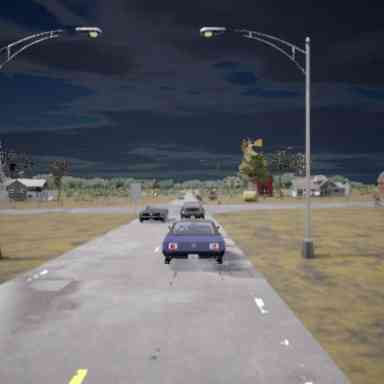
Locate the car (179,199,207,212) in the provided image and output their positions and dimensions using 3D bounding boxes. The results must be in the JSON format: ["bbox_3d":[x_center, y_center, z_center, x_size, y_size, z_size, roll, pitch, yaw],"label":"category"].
[{"bbox_3d":[0.058,1.510,25.813,1.837,1.490,4.892,0,0,0],"label":"car"}]

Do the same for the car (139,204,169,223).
[{"bbox_3d":[-2.807,1.606,25.207,1.895,1.301,4.718,0,0,0],"label":"car"}]

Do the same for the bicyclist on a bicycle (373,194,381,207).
[{"bbox_3d":[22.851,1.017,41.194,0.582,1.620,1.656,-1,0,0],"label":"bicyclist on a bicycle"}]

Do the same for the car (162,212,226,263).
[{"bbox_3d":[0.065,1.600,11.886,1.895,1.301,4.718,0,0,0],"label":"car"}]

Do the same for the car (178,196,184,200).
[{"bbox_3d":[-3.121,1.728,95.101,1.895,1.301,4.718,0,0,0],"label":"car"}]
